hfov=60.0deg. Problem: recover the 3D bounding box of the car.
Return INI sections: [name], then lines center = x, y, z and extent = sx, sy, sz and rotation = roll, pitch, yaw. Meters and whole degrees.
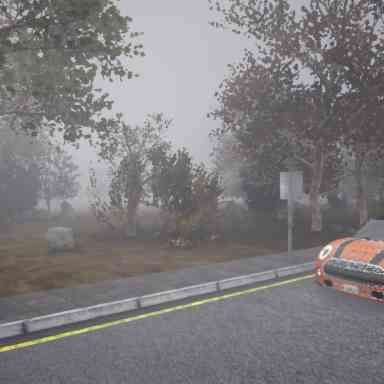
[car]
center = 5.017, 1.352, 7.979
extent = 4.553, 1.767, 2.097
rotation = 0, 0, -35
